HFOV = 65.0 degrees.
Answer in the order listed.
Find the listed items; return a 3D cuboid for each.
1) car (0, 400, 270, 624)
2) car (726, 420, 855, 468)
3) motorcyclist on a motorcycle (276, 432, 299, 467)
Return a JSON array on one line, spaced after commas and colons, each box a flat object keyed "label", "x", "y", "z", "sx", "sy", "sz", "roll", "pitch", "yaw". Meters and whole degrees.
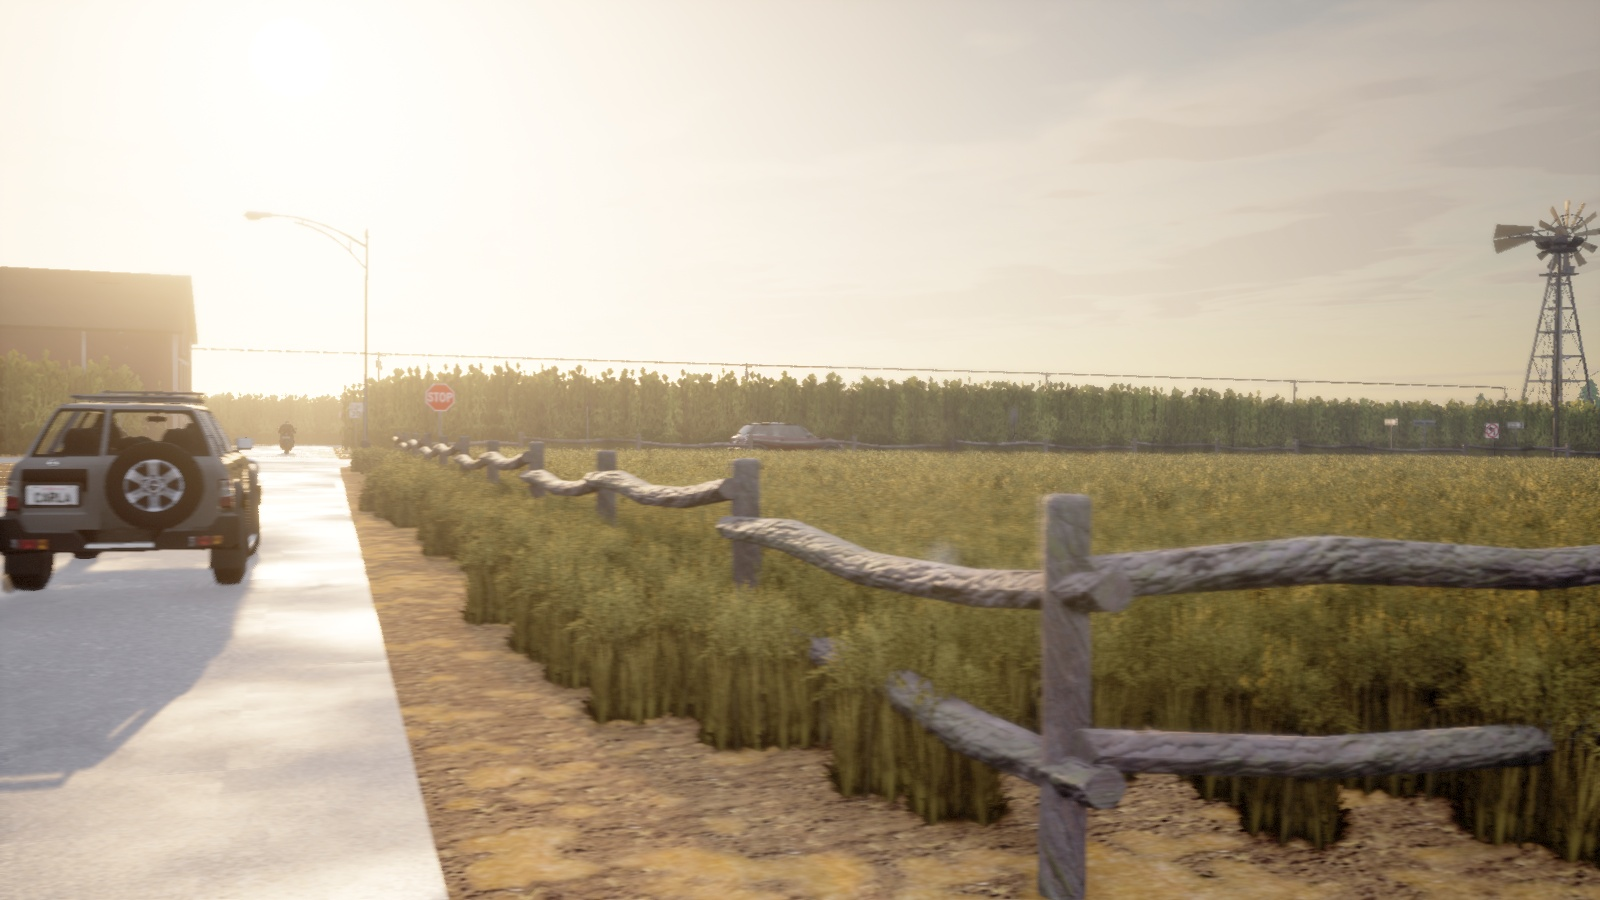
[{"label": "car", "x": -6.605, "y": 0.476, "z": 12.916, "sx": 1.932, "sy": 1.855, "sz": 4.605, "roll": -1, "pitch": 1, "yaw": -21}, {"label": "car", "x": -0.367, "y": -0.247, "z": 48.595, "sx": 4.553, "sy": 1.767, "sz": 2.097, "roll": 0, "pitch": 1, "yaw": -20}, {"label": "motorcyclist on a motorcycle", "x": -22.987, "y": -0.038, "z": 56.352, "sx": 0.866, "sy": 1.530, "sz": 2.191, "roll": -1, "pitch": 0, "yaw": -21}]
